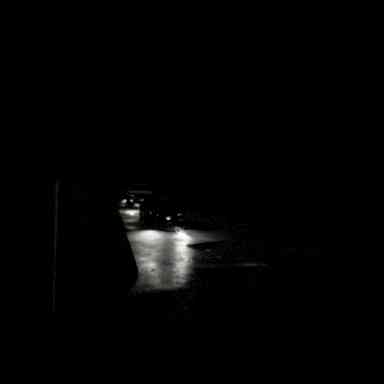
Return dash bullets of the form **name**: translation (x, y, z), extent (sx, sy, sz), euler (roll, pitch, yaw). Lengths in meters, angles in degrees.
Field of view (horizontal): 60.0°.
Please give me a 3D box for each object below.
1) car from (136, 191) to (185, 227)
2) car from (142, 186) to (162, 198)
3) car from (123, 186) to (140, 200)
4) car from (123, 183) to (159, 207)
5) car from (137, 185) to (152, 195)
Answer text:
- **car**: translation (-1.666, 0.912, 17.616), extent (1.837, 1.490, 4.892), euler (1, 1, -14)
- **car**: translation (-5.727, -0.028, 47.336), extent (2.128, 1.511, 4.902), euler (1, 2, -14)
- **car**: translation (-7.657, 0.089, 41.999), extent (1.812, 1.442, 4.674), euler (1, 2, -14)
- **car**: translation (-4.676, 0.200, 29.827), extent (2.150, 2.045, 5.566), euler (2, 2, -14)
- **car**: translation (-8.233, -0.386, 57.433), extent (2.128, 1.511, 4.902), euler (1, 2, -14)
